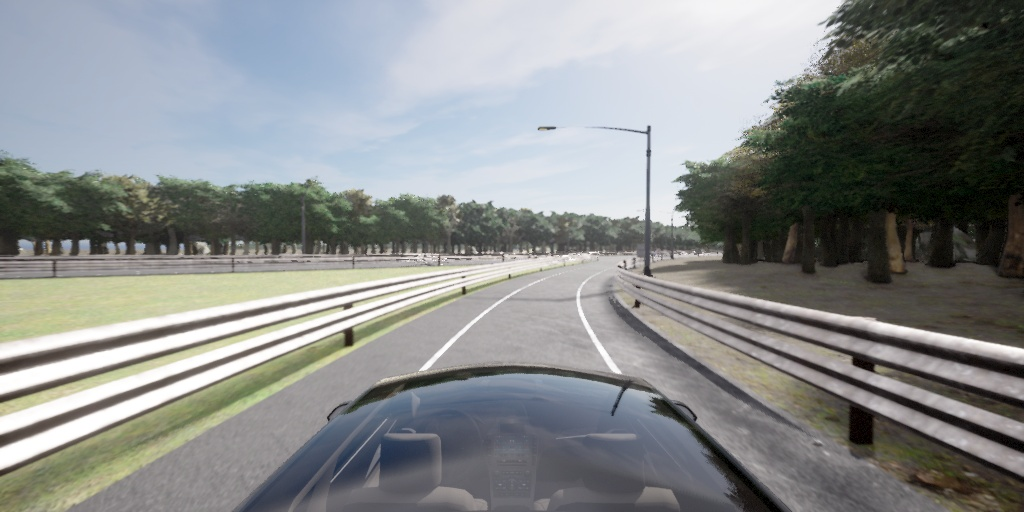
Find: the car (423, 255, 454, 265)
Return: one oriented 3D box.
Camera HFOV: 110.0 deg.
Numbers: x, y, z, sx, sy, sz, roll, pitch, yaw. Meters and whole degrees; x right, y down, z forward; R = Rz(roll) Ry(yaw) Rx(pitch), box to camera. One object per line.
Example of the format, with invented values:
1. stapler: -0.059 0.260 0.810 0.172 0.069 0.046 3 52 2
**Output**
1. car: -10.718 0.503 52.945 4.718 1.301 1.895 -1 2 -39
